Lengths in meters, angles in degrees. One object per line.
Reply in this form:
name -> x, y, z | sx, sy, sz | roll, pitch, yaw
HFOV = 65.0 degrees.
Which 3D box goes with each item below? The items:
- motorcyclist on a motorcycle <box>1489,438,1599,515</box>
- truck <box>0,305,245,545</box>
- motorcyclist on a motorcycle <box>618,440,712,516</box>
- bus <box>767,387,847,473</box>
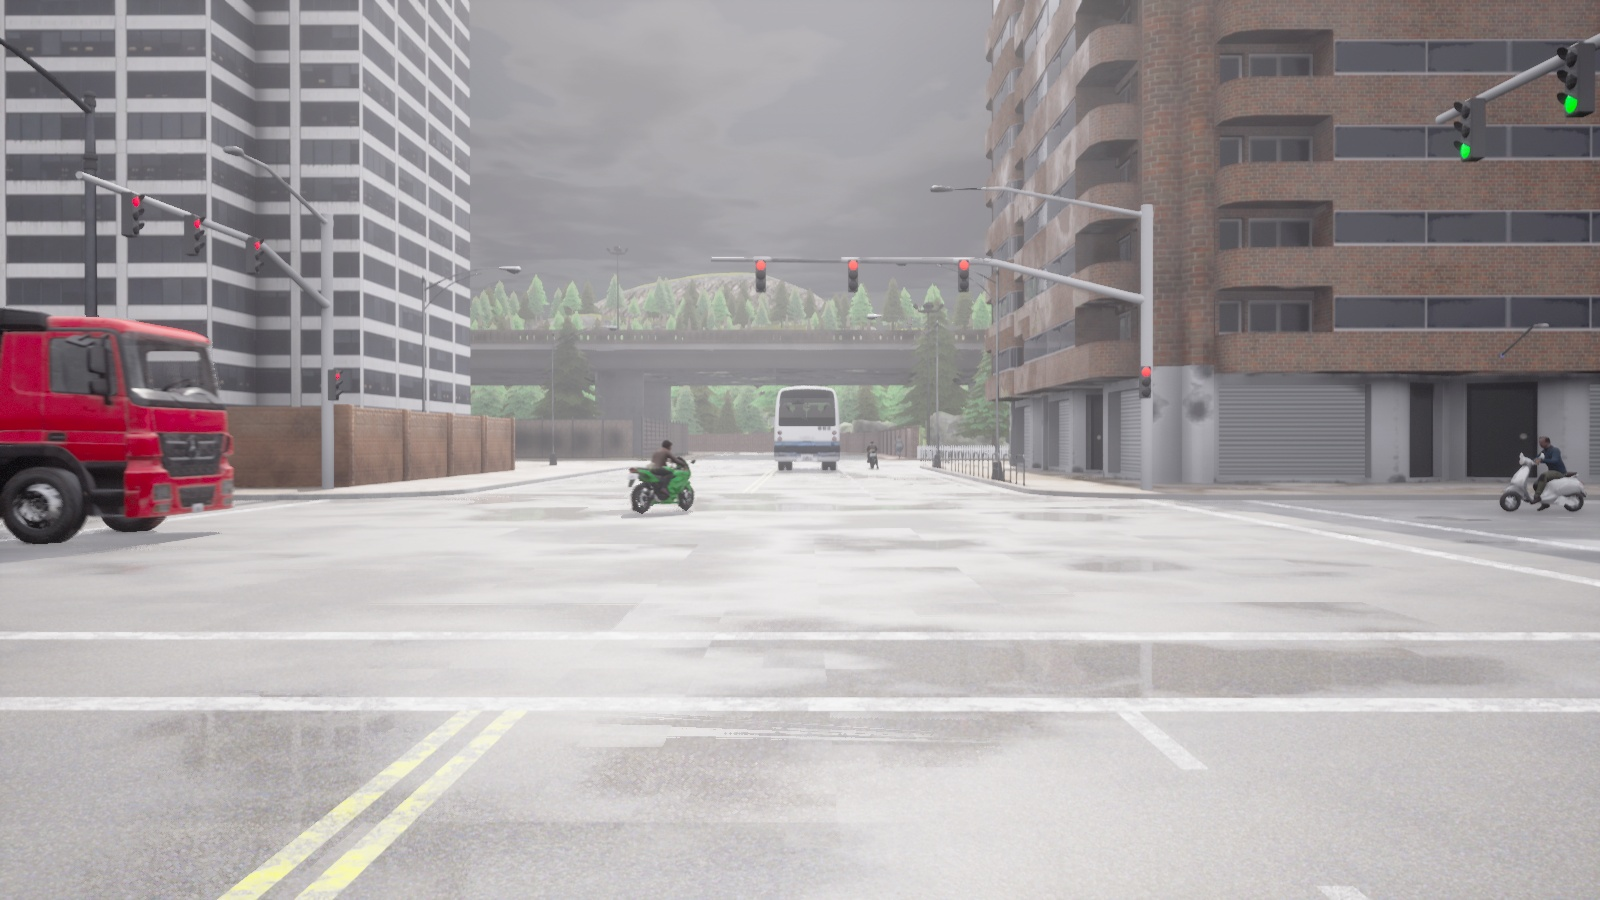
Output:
motorcyclist on a motorcycle -> 15.578, 0.538, 26.303 | 1.817, 1.590, 0.866 | 0, 0, 1
truck -> -13.276, -0.376, 19.607 | 7.936, 3.462, 2.891 | 0, 0, 1
motorcyclist on a motorcycle -> -2.793, 0.553, 26.230 | 0.797, 1.523, 2.044 | -1, 0, 35
bus -> 0.380, -1.075, 67.320 | 3.944, 4.253, 10.273 | 0, 1, 0
